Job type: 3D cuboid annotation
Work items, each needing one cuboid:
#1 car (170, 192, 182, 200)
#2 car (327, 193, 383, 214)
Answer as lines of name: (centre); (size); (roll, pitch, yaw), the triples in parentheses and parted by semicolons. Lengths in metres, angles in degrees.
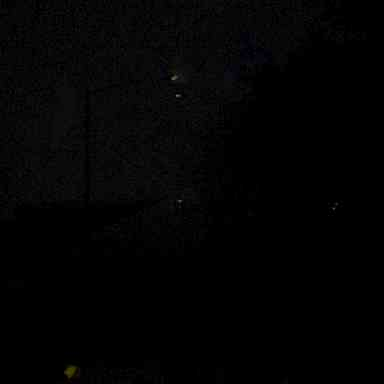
car: (-3.007, 0.734, 63.274); (1.837, 1.490, 4.892); (0, 1, 1)
car: (12.123, 0.757, 23.239); (4.718, 1.301, 1.895); (-3, 1, 1)
